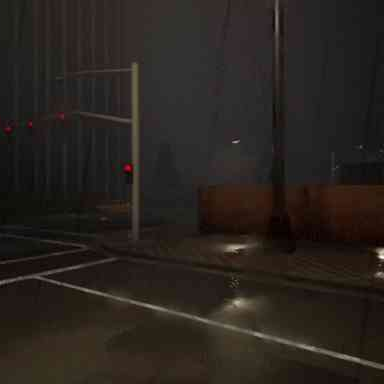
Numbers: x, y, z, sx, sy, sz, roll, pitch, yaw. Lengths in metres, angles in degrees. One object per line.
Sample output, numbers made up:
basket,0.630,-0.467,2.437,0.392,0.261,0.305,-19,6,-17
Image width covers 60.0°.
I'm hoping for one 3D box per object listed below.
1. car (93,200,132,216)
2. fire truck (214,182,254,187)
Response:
car,-8.253,1.633,35.520,1.882,1.535,5.008,0,0,35
fire truck,6.373,0.469,50.184,2.891,3.827,8.468,0,0,35
